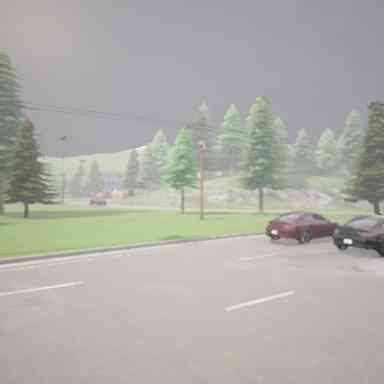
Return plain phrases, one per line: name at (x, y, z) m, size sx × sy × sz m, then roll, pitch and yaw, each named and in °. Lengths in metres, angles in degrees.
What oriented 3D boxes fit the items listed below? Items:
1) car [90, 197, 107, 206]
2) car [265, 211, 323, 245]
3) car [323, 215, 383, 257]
car at (-16.944, 1.708, 59.980) m, size 1.882 × 1.535 × 5.008 m, roll 1°, pitch -1°, yaw -34°
car at (5.627, 1.676, 16.436) m, size 4.674 × 1.442 × 1.812 m, roll 0°, pitch 0°, yaw -35°
car at (7.647, 1.677, 13.601) m, size 4.674 × 1.442 × 1.812 m, roll 0°, pitch 0°, yaw -35°
